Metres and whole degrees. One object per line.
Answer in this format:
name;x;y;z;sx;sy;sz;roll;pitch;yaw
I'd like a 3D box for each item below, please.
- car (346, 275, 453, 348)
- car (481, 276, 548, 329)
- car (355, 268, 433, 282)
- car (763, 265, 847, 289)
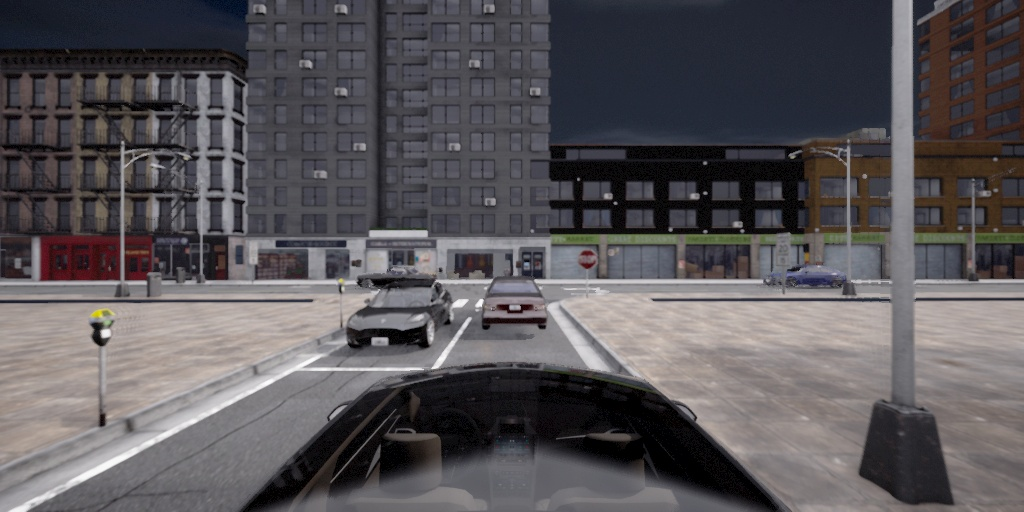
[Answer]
car;-2.640;1.344;9.343;1.948;1.339;4.313;0;0;0
car;0.045;1.333;11.391;2.033;1.411;5.357;0;0;-1
car;-7.372;1.438;22.896;4.718;1.301;1.895;0;0;0
car;18.681;1.307;22.896;4.674;1.442;1.812;0;0;0
